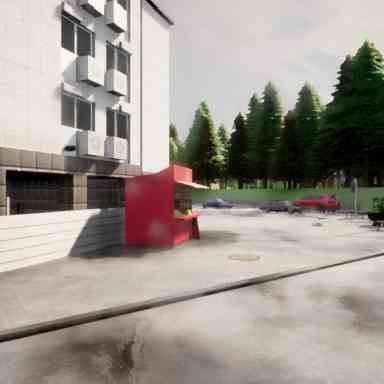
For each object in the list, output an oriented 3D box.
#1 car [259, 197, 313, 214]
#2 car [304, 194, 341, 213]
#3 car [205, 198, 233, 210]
[{"bbox_3d":[9.564,1.547,35.122,2.033,1.411,5.357,0,0,-35],"label":"car"},{"bbox_3d":[13.517,1.221,36.737,2.150,2.045,5.566,0,0,-35],"label":"car"},{"bbox_3d":[3.424,1.526,43.787,1.812,1.442,4.674,0,0,-35],"label":"car"}]
